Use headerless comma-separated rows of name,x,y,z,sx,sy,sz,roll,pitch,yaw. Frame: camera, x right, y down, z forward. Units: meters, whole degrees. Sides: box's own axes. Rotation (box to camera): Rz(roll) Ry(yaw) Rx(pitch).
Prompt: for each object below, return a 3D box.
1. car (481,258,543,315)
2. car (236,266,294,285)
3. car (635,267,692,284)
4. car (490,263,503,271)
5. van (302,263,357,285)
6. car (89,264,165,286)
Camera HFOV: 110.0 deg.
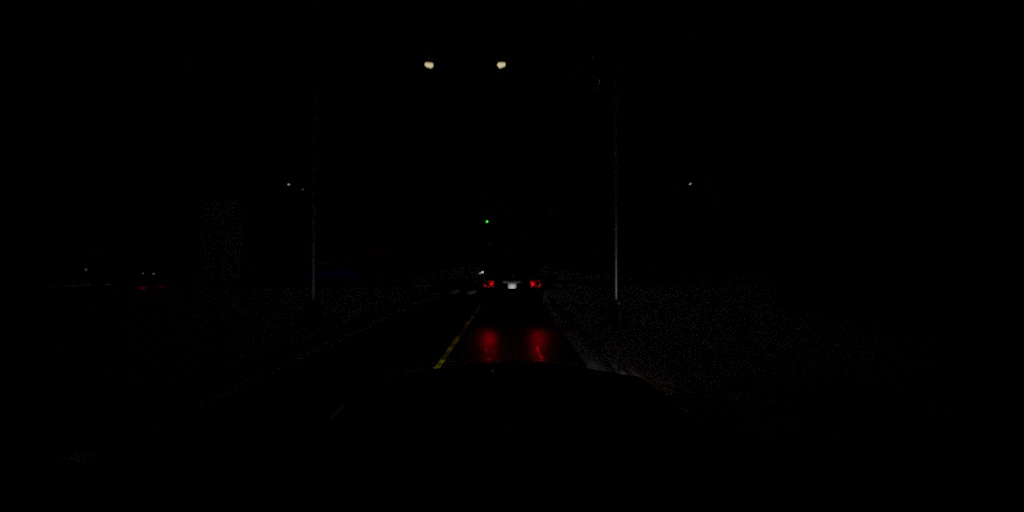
car,0.019,1.106,14.422,2.150,2.045,5.566,0,0,0
car,-20.202,1.532,29.070,4.097,1.591,1.967,0,0,0
car,12.276,1.559,29.209,4.403,1.370,2.007,0,0,0
car,-2.747,1.969,65.282,2.128,1.511,4.902,0,-1,1
van,-14.726,1.418,29.093,3.998,1.789,1.690,0,0,0
car,-31.258,1.479,29.145,4.553,1.767,2.097,0,-1,0
